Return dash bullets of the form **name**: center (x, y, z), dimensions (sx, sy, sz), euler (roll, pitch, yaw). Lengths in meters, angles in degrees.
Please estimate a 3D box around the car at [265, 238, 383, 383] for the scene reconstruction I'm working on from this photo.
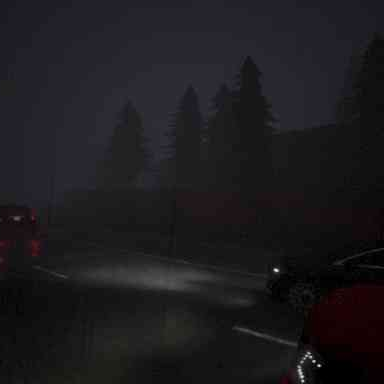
- **car**: center (3.325, 1.222, 1.673), dimensions (5.566, 2.045, 2.150), euler (-1, -1, 36)

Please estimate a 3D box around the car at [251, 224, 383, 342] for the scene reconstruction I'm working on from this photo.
- **car**: center (3.733, 1.512, 5.746), dimensions (4.902, 1.511, 2.128), euler (0, 0, 36)

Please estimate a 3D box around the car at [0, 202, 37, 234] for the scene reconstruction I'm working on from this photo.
- **car**: center (-10.506, 1.435, 18.837), dimensions (2.097, 1.767, 4.553), euler (0, 0, -42)
